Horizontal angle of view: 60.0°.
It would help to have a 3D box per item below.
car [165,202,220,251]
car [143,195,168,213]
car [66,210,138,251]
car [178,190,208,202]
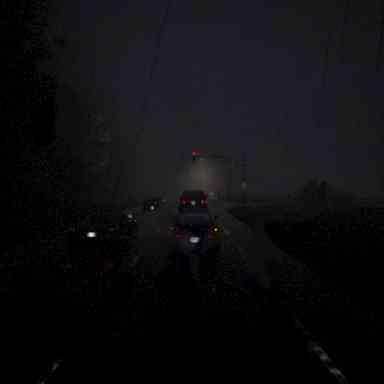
[{"bbox_3d":[0.099,1.347,13.116,1.812,1.442,4.674,0,1,1],"label":"car"},{"bbox_3d":[-3.404,1.084,31.002,1.837,1.490,4.892,0,1,0],"label":"car"},{"bbox_3d":[-3.402,1.384,13.243,1.994,1.385,4.181,0,1,0],"label":"car"},{"bbox_3d":[0.096,0.864,26.365,2.150,2.045,5.566,0,1,0],"label":"car"}]
